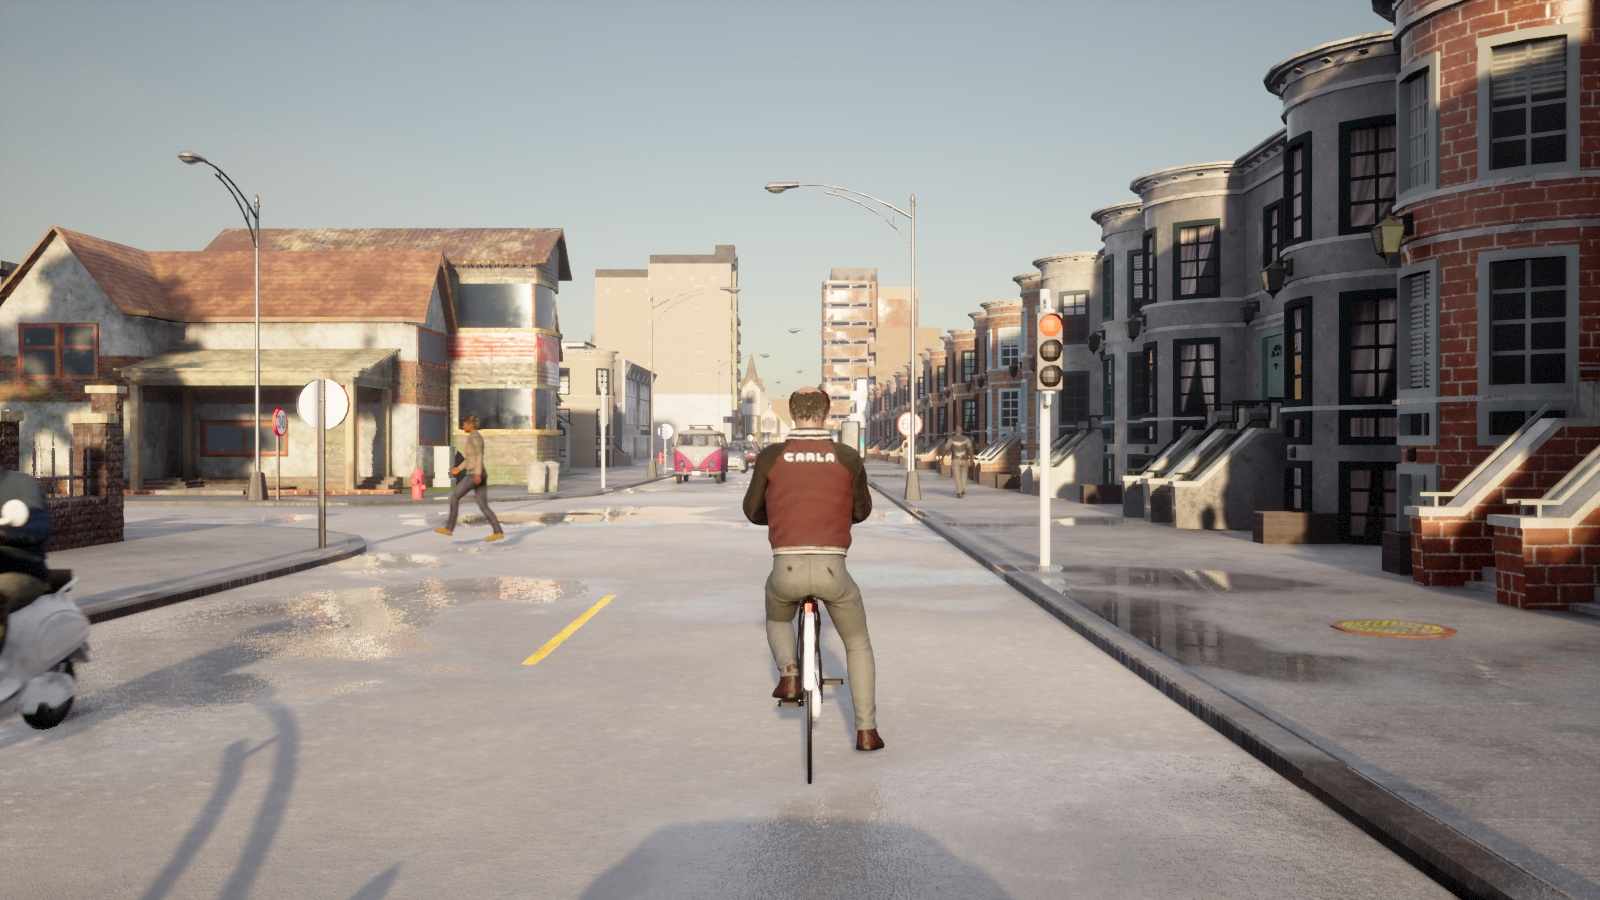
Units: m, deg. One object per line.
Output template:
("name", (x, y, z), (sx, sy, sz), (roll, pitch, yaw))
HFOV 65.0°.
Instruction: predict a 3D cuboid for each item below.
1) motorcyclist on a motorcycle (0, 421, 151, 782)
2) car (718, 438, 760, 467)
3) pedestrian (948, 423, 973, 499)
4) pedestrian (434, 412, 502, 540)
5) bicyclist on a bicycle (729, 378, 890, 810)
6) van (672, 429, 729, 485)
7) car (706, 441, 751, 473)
("motorcyclist on a motorcycle", (-3.953, 0.663, 5.892), (0.866, 1.590, 1.817), (0, 0, 0))
("car", (-3.512, 0.108, 73.392), (2.152, 1.651, 5.027), (0, 0, 0))
("pedestrian", (4.024, 0.281, 31.588), (0.563, 1.883, 0.849), (0, 0, 4))
("pedestrian", (-4.697, 0.362, 17.800), (0.869, 1.805, 0.328), (0, 0, 2))
("bicyclist on a bicycle", (0.045, 0.583, 6.081), (0.659, 1.776, 1.843), (0, 1, 0))
("van", (-3.688, 0.230, 47.166), (1.775, 1.987, 4.442), (0, 0, 1))
("car", (-3.579, 0.332, 63.494), (2.007, 1.525, 4.514), (0, 0, 0))
